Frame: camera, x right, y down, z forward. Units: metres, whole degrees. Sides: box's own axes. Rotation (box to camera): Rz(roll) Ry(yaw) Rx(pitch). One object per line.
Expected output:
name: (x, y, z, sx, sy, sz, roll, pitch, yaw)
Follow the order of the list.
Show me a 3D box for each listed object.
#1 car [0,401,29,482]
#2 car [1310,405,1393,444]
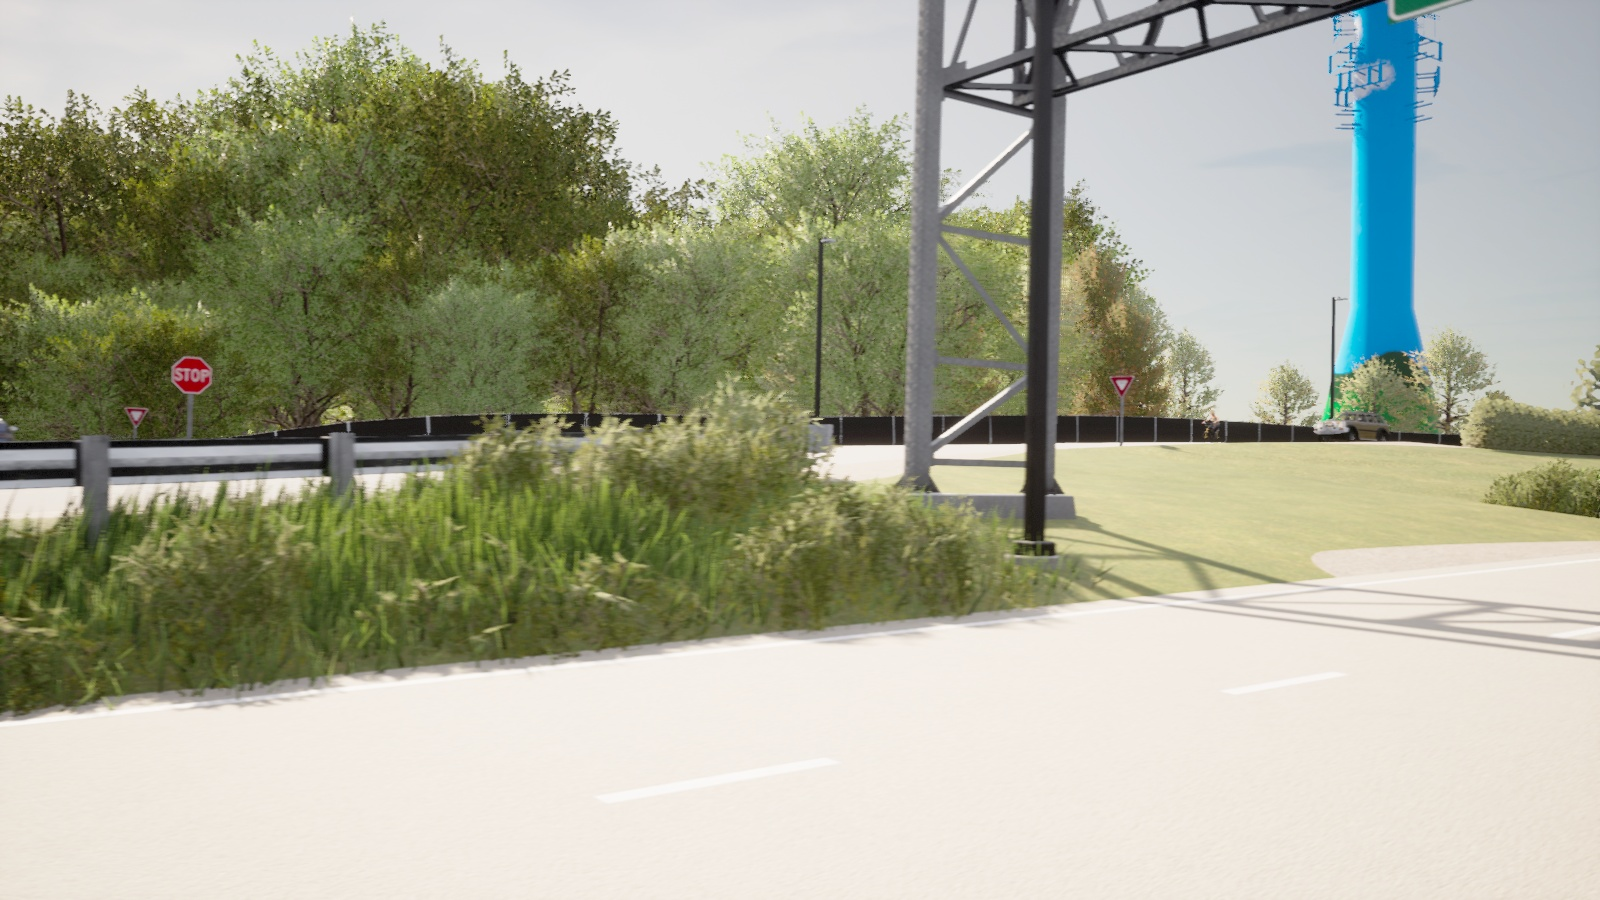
car: (-15.981, -0.107, 23.822, 2.033, 1.411, 5.357, -3, 1, -34)
car: (30.192, -1.345, 68.716, 4.605, 1.855, 1.932, 3, -2, -33)
